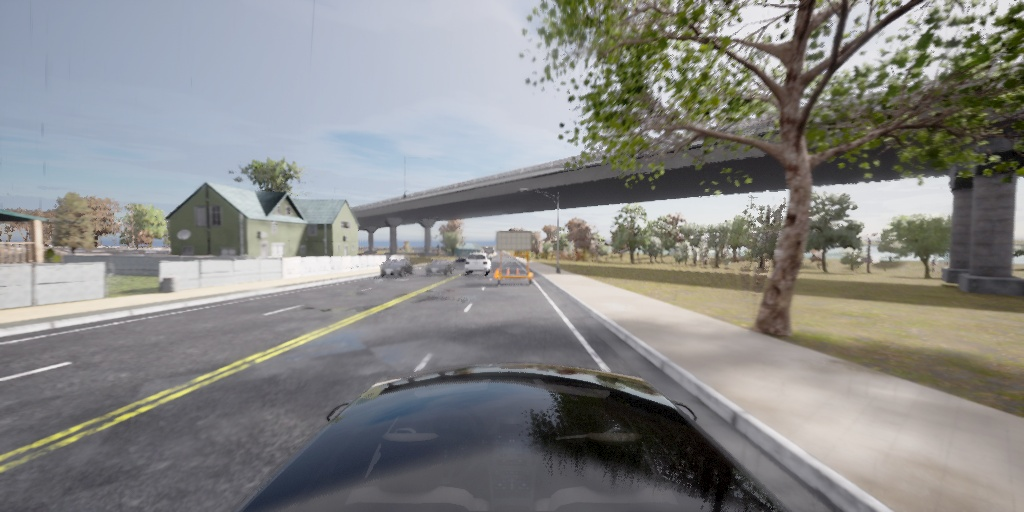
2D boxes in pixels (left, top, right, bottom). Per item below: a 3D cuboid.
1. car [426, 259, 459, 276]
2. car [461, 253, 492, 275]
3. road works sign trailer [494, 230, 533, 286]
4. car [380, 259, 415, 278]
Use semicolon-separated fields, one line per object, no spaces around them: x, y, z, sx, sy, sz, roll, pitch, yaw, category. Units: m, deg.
-6.600;1.035;33.039;2.128;1.511;4.902;0;0;0;car
-3.174;0.755;34.427;2.150;2.045;5.566;0;0;0;car
0.139;0.065;23.858;2.380;3.560;2.880;0;0;-3;road works sign trailer
-9.850;1.048;31.086;2.128;1.511;4.902;0;0;0;car
